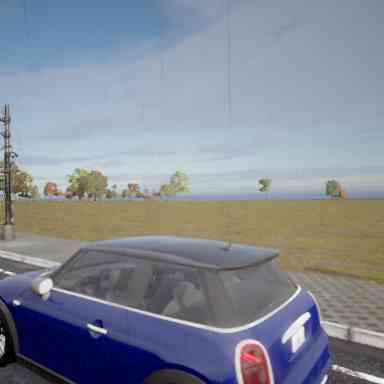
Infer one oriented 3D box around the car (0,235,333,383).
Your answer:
[{"bbox_3d":[-0.761,1.354,4.264,4.553,1.767,2.097,0,0,36],"label":"car"}]
